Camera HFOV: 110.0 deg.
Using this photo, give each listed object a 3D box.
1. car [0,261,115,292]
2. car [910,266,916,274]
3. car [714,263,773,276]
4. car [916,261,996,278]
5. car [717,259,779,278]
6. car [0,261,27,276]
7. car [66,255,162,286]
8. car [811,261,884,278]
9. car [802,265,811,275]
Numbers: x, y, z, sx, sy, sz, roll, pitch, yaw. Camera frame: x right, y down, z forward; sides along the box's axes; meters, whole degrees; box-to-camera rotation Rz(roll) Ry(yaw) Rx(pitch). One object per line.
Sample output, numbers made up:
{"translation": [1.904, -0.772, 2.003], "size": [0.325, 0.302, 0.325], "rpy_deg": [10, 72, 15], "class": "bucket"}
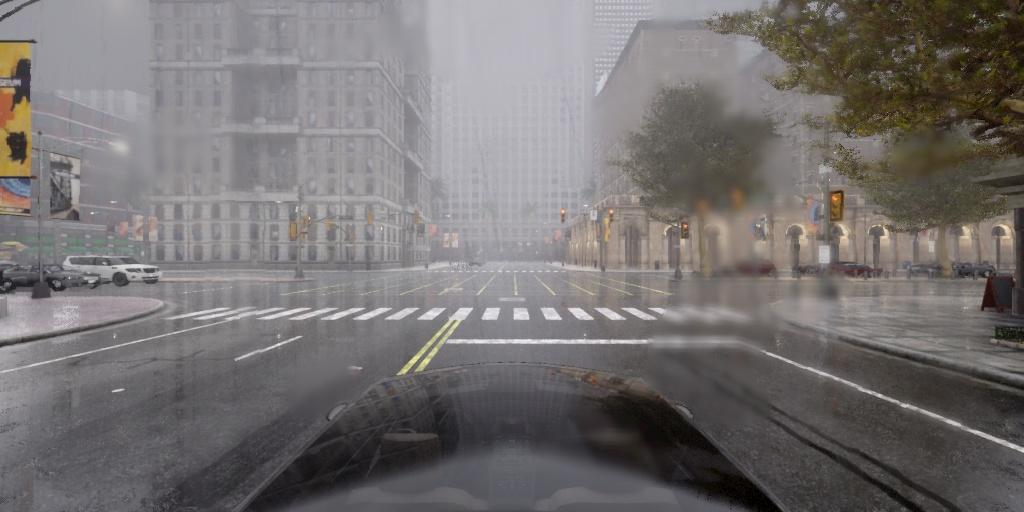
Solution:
{"translation": [-27.059, 1.242, 21.024], "size": [4.902, 1.511, 2.128], "rpy_deg": [0, 0, 0], "class": "car"}
{"translation": [42.800, 1.241, 35.834], "size": [4.902, 1.511, 2.128], "rpy_deg": [0, 0, 1], "class": "car"}
{"translation": [23.159, 1.351, 35.951], "size": [4.718, 1.301, 1.895], "rpy_deg": [0, 0, 0], "class": "car"}
{"translation": [40.372, 1.241, 32.352], "size": [4.902, 1.511, 2.128], "rpy_deg": [0, 0, 1], "class": "car"}
{"translation": [21.397, 1.102, 32.460], "size": [4.553, 1.767, 2.097], "rpy_deg": [0, 0, 0], "class": "car"}
{"translation": [-52.533, 1.255, 36.915], "size": [4.892, 1.490, 1.837], "rpy_deg": [0, 0, 20], "class": "car"}
{"translation": [-27.379, 0.971, 24.541], "size": [5.566, 2.045, 2.150], "rpy_deg": [0, 0, 2], "class": "car"}
{"translation": [30.385, 1.351, 32.413], "size": [4.718, 1.301, 1.895], "rpy_deg": [0, 0, 0], "class": "car"}
{"translation": [32.483, 1.255, 35.901], "size": [4.892, 1.490, 1.837], "rpy_deg": [0, 0, 0], "class": "car"}
